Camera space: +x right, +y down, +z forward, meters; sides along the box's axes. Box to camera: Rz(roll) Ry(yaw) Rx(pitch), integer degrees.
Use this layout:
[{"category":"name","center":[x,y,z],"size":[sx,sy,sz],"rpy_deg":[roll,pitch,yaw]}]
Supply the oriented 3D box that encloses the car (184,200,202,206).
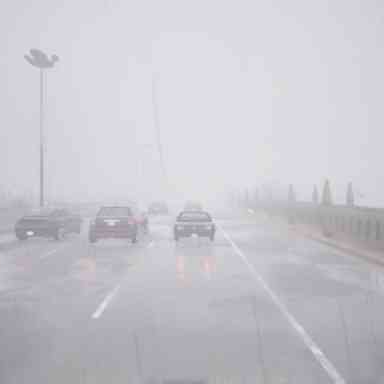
[{"category":"car","center":[0.103,1.530,34.661],"size":[1.812,1.442,4.674],"rpy_deg":[0,0,0]}]

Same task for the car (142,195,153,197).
[{"category":"car","center":[-10.387,1.369,76.201],"size":[2.128,1.511,4.902],"rpy_deg":[0,0,14]}]

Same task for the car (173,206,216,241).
[{"category":"car","center":[0.107,1.603,16.800],"size":[1.895,1.301,4.718],"rpy_deg":[0,0,0]}]

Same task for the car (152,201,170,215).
[{"category":"car","center":[-3.384,1.568,34.242],"size":[1.994,1.385,4.181],"rpy_deg":[0,0,0]}]

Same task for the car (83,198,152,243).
[{"category":"car","center":[-3.393,1.354,16.177],"size":[2.097,1.767,4.553],"rpy_deg":[0,0,0]}]

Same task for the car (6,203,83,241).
[{"category":"car","center":[-6.892,1.507,16.579],"size":[1.837,1.490,4.892],"rpy_deg":[0,0,0]}]

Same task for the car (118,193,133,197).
[{"category":"car","center":[-14.800,1.222,72.967],"size":[2.150,2.045,5.566],"rpy_deg":[0,0,11]}]

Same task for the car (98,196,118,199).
[{"category":"car","center":[-18.647,1.527,71.790],"size":[2.128,1.511,4.902],"rpy_deg":[0,0,11]}]

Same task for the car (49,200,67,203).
[{"category":"car","center":[-14.074,1.569,34.642],"size":[1.994,1.385,4.181],"rpy_deg":[0,0,0]}]

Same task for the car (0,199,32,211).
[{"category":"car","center":[-17.578,1.482,32.745],"size":[1.882,1.535,5.008],"rpy_deg":[0,0,0]}]
